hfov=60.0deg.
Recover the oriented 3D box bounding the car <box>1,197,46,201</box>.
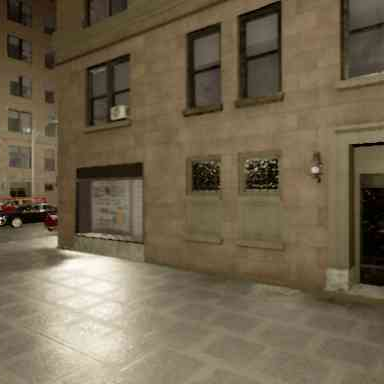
[{"bbox_3d":[-12.691,1.323,23.689,2.192,1.841,5.009,0,0,35],"label":"car"}]

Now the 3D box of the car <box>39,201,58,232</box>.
[{"bbox_3d":[-6.145,1.423,19.046,1.967,1.590,4.097,0,0,35],"label":"car"}]

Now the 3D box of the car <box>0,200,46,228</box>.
[{"bbox_3d":[-10.643,1.504,22.191,1.837,1.490,4.892,0,0,35],"label":"car"}]
